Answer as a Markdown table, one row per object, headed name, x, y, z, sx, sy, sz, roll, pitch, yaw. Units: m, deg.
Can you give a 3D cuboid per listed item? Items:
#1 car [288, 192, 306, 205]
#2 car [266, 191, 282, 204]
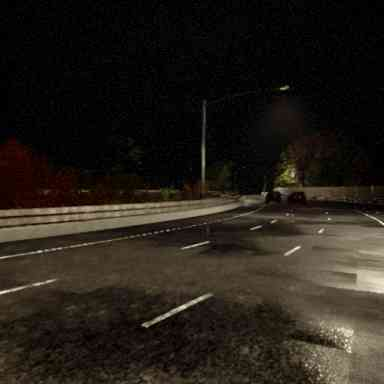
| name | x | y | z | sx | sy | sz | roll | pitch | yaw |
| --- | --- | --- | --- | --- | --- | --- | --- | --- | --- |
| car | 16.924 | 0.951 | 53.771 | 2.150 | 2.045 | 5.566 | 1 | 1 | 7 |
| car | 13.707 | 0.873 | 56.025 | 2.150 | 2.045 | 5.566 | 1 | 1 | 7 |
